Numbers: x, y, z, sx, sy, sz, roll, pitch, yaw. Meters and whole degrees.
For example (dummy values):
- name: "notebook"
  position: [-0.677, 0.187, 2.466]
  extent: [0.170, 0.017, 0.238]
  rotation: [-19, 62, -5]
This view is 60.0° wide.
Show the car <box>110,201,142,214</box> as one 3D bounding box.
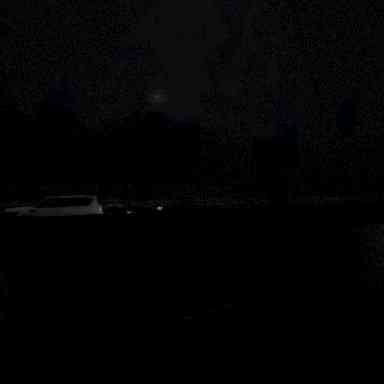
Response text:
- name: "car"
  position: [-7.104, 1.530, 29.018]
  extent: [5.357, 1.411, 2.033]
  rotation: [0, 0, -36]

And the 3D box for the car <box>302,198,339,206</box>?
- name: "car"
  position: [13.547, 1.465, 35.066]
  extent: [4.892, 1.490, 1.837]
  rotation: [1, 0, -35]

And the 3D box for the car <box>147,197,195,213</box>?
- name: "car"
  position: [-1.559, 1.326, 28.671]
  extent: [4.553, 1.767, 2.097]
  rotation: [0, 0, -35]

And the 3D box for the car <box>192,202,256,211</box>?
- name: "car"
  position: [2.972, 1.521, 23.307]
  extent: [5.357, 1.411, 2.033]
  rotation: [0, 0, -35]

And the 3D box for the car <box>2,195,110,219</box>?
- name: "car"
  position: [-8.070, 1.216, 19.733]
  extent: [5.566, 2.045, 2.150]
  rotation: [0, 0, -35]
